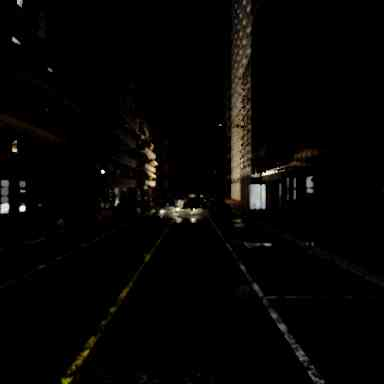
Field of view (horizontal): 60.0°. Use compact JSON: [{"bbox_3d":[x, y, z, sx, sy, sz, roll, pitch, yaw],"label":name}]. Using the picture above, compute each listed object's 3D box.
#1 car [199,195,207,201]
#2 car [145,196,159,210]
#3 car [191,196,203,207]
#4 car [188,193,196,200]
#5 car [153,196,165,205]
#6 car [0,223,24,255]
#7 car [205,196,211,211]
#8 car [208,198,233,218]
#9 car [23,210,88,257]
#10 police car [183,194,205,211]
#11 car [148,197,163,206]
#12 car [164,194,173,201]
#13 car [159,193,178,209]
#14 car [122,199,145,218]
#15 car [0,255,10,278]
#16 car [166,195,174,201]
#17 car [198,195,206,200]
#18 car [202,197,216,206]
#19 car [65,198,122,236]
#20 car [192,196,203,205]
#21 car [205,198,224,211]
[{"bbox_3d":[2.698,1.483,80.642,1.887,1.381,4.507,0,0,0],"label":"car"},{"bbox_3d":[-5.686,1.508,41.103,2.008,1.369,4.403,0,0,0],"label":"car"},{"bbox_3d":[0.787,1.456,50.632,1.837,1.490,4.892,0,0,1],"label":"car"},{"bbox_3d":[0.010,1.162,92.461,2.097,1.767,4.553,0,0,0],"label":"car"},{"bbox_3d":[-5.684,1.472,57.879,1.752,1.417,4.829,0,0,0],"label":"car"},{"bbox_3d":[-5.689,1.573,7.212,1.802,1.307,4.206,0,0,0],"label":"car"},{"bbox_3d":[2.694,1.403,35.453,1.967,1.590,4.097,0,0,0],"label":"car"},{"bbox_3d":[2.693,1.494,29.976,1.752,1.417,4.829,0,0,0],"label":"car"},{"bbox_3d":[-5.689,1.567,12.861,1.802,1.307,4.206,0,0,0],"label":"car"},{"bbox_3d":[0.252,1.383,40.600,1.930,1.638,5.238,0,0,-18],"label":"police car"},{"bbox_3d":[-5.685,1.516,52.400,1.947,1.339,4.313,0,0,0],"label":"car"},{"bbox_3d":[-5.682,1.379,80.643,1.967,1.590,4.097,0,0,0],"label":"car"},{"bbox_3d":[-3.086,1.176,44.872,2.150,2.045,5.566,0,0,0],"label":"car"},{"bbox_3d":[-5.687,1.408,29.807,1.967,1.590,4.097,0,0,0],"label":"car"},{"bbox_3d":[-3.097,1.523,1.740,1.812,1.442,4.674,0,0,0],"label":"car"},{"bbox_3d":[-5.681,1.519,86.292,1.802,1.307,4.206,0,0,0],"label":"car"},{"bbox_3d":[2.699,1.487,91.940,2.008,1.369,4.403,0,0,0],"label":"car"},{"bbox_3d":[2.696,1.516,52.400,1.947,1.339,4.313,0,0,0],"label":"car"},{"bbox_3d":[-5.689,1.295,18.509,2.192,1.841,5.009,0,0,0],"label":"car"},{"bbox_3d":[0.907,1.474,56.613,1.812,1.442,4.674,0,0,0],"label":"car"},{"bbox_3d":[2.694,1.509,41.103,2.008,1.369,4.403,0,0,0],"label":"car"}]
